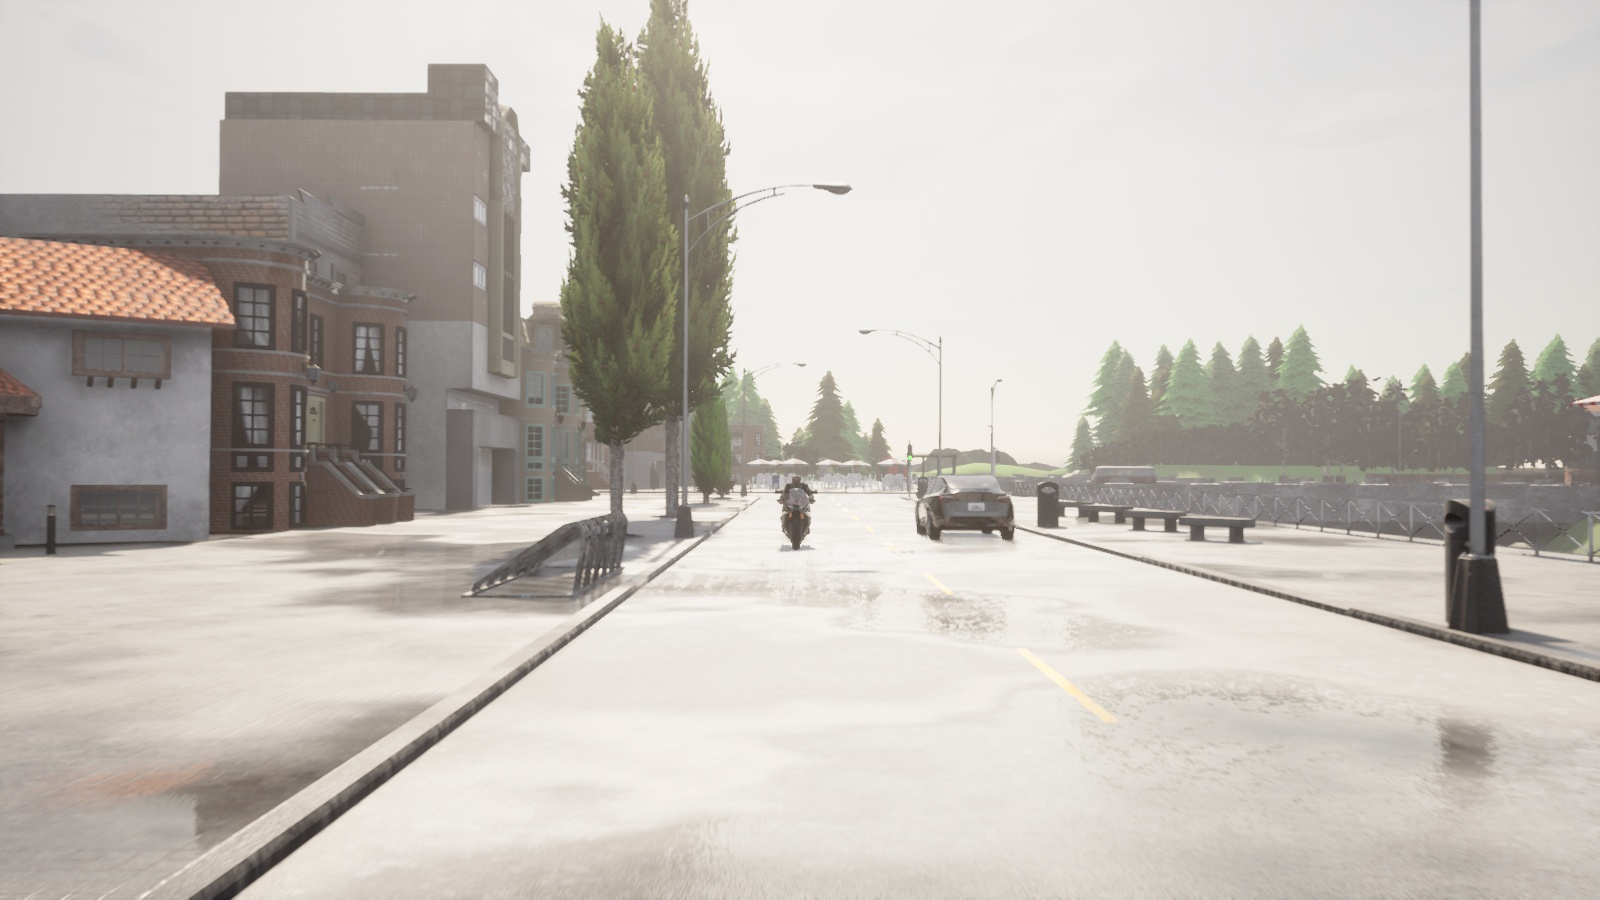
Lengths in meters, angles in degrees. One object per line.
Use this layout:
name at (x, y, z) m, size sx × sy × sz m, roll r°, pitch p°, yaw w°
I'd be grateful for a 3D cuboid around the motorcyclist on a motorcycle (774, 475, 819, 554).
motorcyclist on a motorcycle at (-0.067, 1.280, 25.676) m, size 0.866 × 1.530 × 2.191 m, roll 0°, pitch -1°, yaw 0°

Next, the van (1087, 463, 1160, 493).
van at (22.006, 1.911, 85.528) m, size 4.442 × 1.987 × 1.775 m, roll 0°, pitch -1°, yaw 1°

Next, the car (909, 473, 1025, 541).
car at (3.920, 1.307, 30.332) m, size 2.163 × 1.488 × 4.792 m, roll 0°, pitch -1°, yaw 0°
